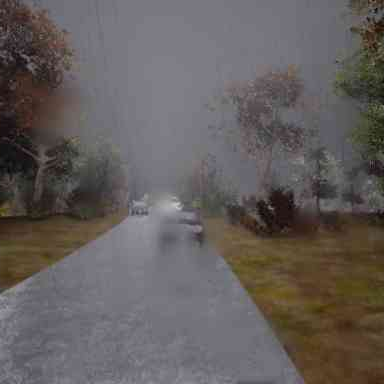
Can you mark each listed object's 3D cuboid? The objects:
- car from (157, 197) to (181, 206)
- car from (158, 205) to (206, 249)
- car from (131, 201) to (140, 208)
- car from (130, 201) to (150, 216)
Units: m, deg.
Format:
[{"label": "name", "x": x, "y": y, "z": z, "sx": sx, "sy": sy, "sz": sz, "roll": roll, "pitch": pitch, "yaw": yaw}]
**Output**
[{"label": "car", "x": -2.336, "y": 1.518, "z": 33.939, "sx": 2.150, "sy": 2.045, "sz": 5.566, "roll": 0, "pitch": -1, "yaw": -8}, {"label": "car", "x": -0.461, "y": 1.556, "z": 14.950, "sx": 2.128, "sy": 1.511, "sz": 4.902, "roll": 0, "pitch": 0, "yaw": -4}, {"label": "car", "x": -12.954, "y": 2.775, "z": 76.505, "sx": 1.882, "sy": 1.535, "sz": 5.008, "roll": 1, "pitch": -2, "yaw": -11}, {"label": "car", "x": -5.690, "y": 1.834, "z": 36.539, "sx": 1.837, "sy": 1.490, "sz": 4.892, "roll": 0, "pitch": -1, "yaw": -9}]
